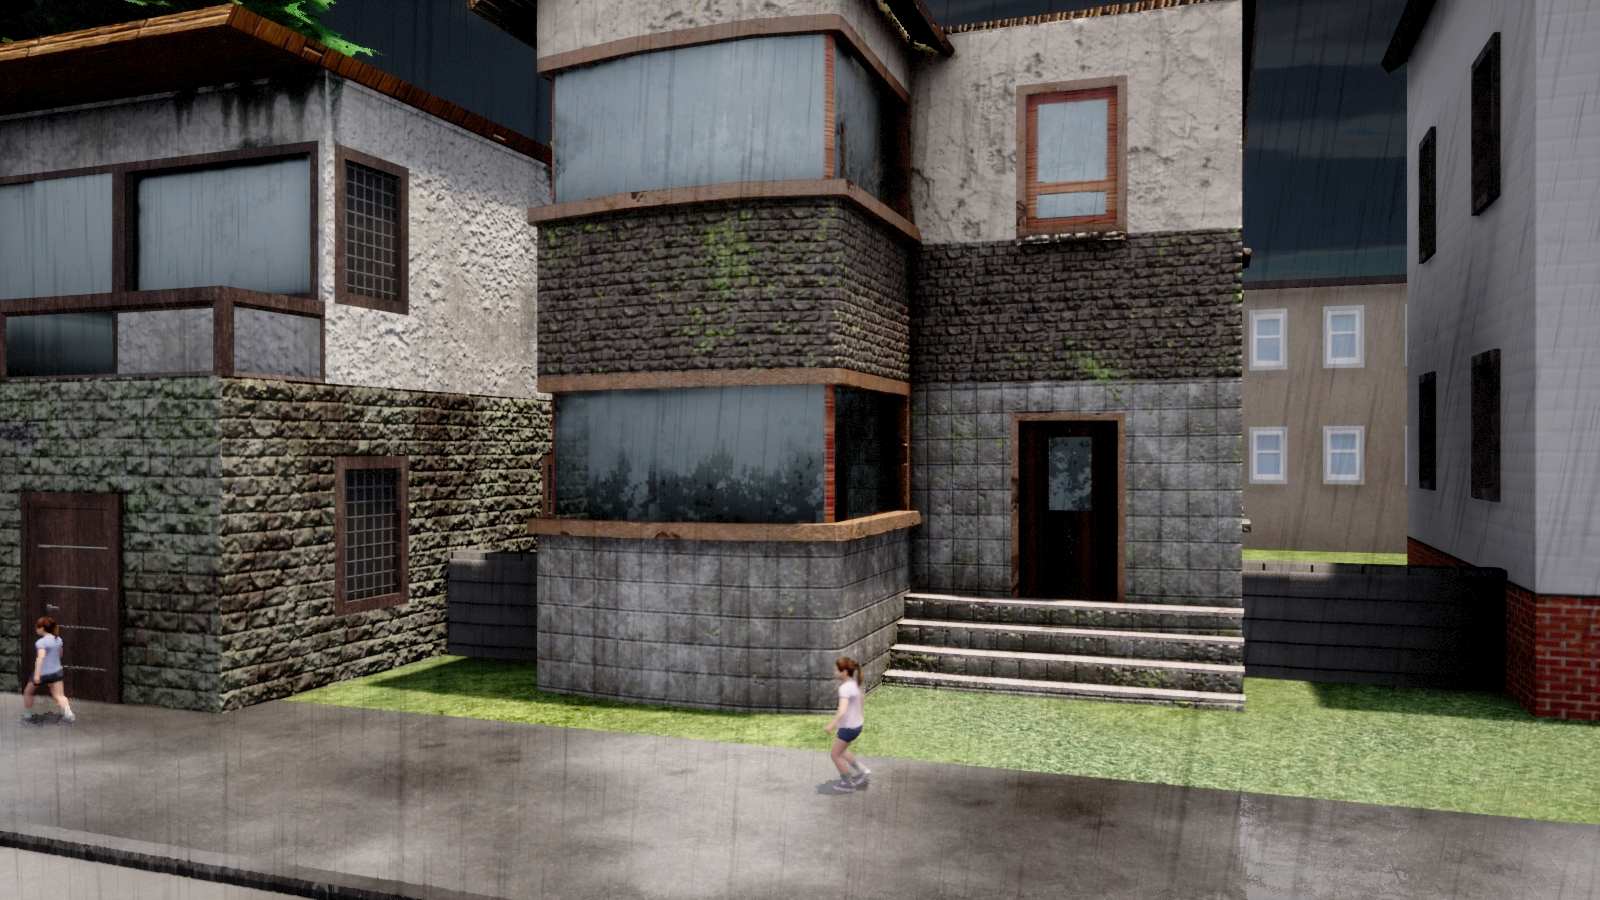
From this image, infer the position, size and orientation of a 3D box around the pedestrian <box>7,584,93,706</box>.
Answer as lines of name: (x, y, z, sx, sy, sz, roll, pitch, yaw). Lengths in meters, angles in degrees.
pedestrian: (-7.369, 1.904, 11.238, 0.500, 1.100, 0.500, 0, 0, 14)

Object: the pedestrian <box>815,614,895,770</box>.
pedestrian: (0.443, 1.902, 9.069, 0.500, 1.100, 0.500, 0, 0, 22)
